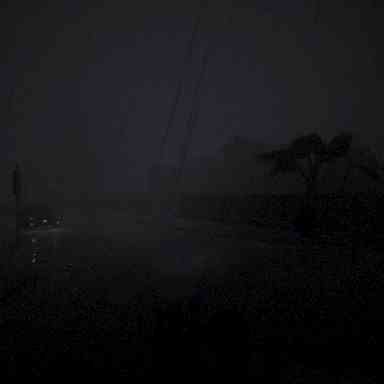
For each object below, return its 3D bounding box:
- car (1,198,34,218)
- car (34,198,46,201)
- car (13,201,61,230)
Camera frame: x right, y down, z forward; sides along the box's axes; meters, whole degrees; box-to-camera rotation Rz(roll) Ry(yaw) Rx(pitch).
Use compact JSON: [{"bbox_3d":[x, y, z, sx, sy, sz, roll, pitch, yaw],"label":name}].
[{"bbox_3d":[-15.785,1.471,29.613,1.837,1.490,4.892,-1,0,-35],"label":"car"},{"bbox_3d":[-19.398,1.458,41.858,1.812,1.442,4.674,-1,0,-36],"label":"car"},{"bbox_3d":[-9.790,1.530,21.155,1.994,1.385,4.181,-1,0,-35],"label":"car"}]
